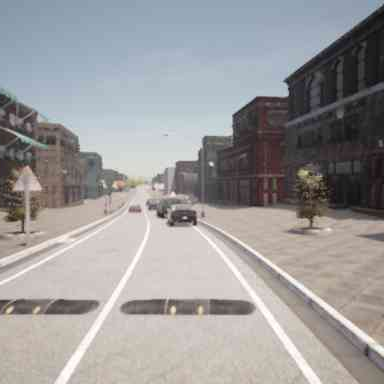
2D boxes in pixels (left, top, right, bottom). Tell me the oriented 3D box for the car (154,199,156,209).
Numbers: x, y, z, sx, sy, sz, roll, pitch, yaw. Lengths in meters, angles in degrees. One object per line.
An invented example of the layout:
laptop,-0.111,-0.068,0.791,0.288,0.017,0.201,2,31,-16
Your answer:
car,-3.146,1.869,40.767,2.150,2.045,5.566,0,-2,-9

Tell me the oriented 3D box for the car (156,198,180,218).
car,-2.244,1.659,34.827,2.150,2.045,5.566,0,-2,-9

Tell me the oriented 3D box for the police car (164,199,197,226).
police car,-0.807,1.582,24.933,1.930,1.638,5.238,0,-1,-7

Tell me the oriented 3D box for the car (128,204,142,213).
car,-8.767,2.502,51.382,1.994,1.385,4.181,0,-1,-8

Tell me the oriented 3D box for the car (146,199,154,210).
car,-6.958,2.481,59.854,1.837,1.490,4.892,0,0,-9
